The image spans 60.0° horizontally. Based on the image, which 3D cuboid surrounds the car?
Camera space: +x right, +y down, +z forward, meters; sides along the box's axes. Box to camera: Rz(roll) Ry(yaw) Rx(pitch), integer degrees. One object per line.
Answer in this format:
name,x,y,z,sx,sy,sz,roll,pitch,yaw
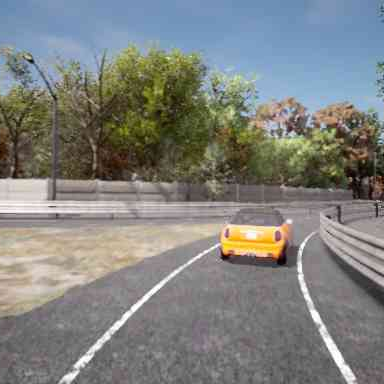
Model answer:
car,2.550,1.385,12.237,2.097,1.767,4.553,1,0,20
